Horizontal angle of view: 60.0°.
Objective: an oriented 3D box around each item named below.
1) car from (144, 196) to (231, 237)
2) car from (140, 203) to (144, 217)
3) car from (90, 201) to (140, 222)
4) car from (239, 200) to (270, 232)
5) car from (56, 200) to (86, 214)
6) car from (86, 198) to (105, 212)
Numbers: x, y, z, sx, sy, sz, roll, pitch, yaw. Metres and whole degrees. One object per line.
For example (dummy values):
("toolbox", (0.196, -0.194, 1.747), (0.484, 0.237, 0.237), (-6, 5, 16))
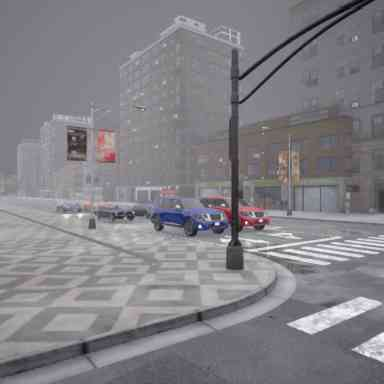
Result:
("car", (-0.347, 1.277, 19.089), (2.150, 2.045, 5.566), (0, 0, -36))
("car", (-3.899, 1.643, 29.495), (2.033, 1.411, 5.357), (0, 0, -36))
("car", (-6.440, 1.696, 27.455), (1.895, 1.301, 4.718), (0, 0, -36))
("car", (2.266, 1.277, 21.021), (2.150, 2.045, 5.566), (0, 0, -36))
("car", (-14.115, 1.661, 38.039), (1.812, 1.442, 4.674), (0, 0, -36))
("car", (-11.199, 1.489, 39.558), (2.097, 1.767, 4.553), (0, -1, -35))
